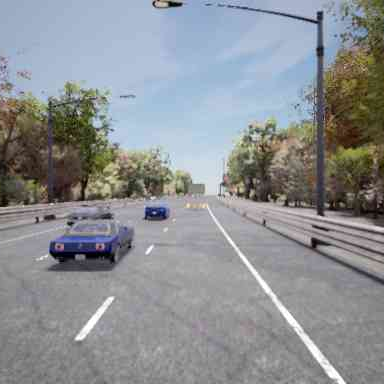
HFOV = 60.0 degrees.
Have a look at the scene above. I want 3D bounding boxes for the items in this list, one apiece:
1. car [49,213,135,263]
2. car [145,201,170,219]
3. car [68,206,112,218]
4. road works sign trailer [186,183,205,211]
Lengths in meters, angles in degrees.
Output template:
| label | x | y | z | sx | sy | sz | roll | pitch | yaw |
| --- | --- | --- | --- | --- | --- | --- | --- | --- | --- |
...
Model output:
| label | x | y | z | sx | sy | sz | roll | pitch | yaw |
| --- | --- | --- | --- | --- | --- | --- | --- | --- | --- |
| car | -3.323 | 1.655 | 12.084 | 1.895 | 1.301 | 4.718 | 0 | 0 | -1 |
| car | -3.117 | 1.604 | 30.467 | 1.882 | 1.535 | 5.008 | 0 | 0 | 1 |
| car | -6.736 | 1.644 | 22.587 | 2.033 | 1.411 | 5.357 | 0 | 0 | 1 |
| road works sign trailer | 0.570 | 0.637 | 44.132 | 2.380 | 3.560 | 2.880 | 0 | 0 | 2 |
